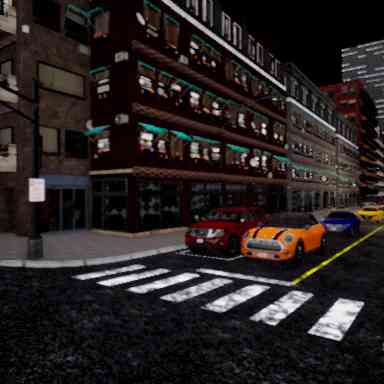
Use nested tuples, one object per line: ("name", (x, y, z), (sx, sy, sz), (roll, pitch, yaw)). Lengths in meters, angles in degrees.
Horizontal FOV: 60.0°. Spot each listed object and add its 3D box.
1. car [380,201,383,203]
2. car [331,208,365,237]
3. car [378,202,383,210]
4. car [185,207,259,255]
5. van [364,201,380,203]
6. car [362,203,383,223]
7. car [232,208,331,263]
("car", (37.589, 2.758, 66.098), (2.192, 1.841, 5.009), (-2, -2, 35))
("car", (9.782, 1.992, 21.787), (1.812, 1.442, 4.674), (0, -1, 35))
("car", (40.849, 2.989, 70.750), (1.967, 1.590, 4.097), (-2, -2, 35))
("car", (1.739, 1.606, 14.875), (2.192, 1.841, 5.009), (-2, -2, 35))
("van", (27.812, 2.467, 52.126), (1.690, 1.788, 3.998), (-2, -2, 35))
("car", (17.953, 2.205, 33.462), (1.882, 1.535, 5.008), (0, -1, 35))
("car", (3.755, 1.629, 13.294), (2.097, 1.767, 4.553), (0, -1, 36))
